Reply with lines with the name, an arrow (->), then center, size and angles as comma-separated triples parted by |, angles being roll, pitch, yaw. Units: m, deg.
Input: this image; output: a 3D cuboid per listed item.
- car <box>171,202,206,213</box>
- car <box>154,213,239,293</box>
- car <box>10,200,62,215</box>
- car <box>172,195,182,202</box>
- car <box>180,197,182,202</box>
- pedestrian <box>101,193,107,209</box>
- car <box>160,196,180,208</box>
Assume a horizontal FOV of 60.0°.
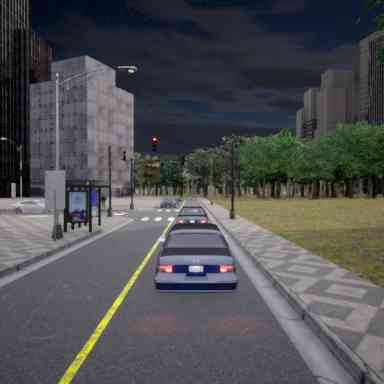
car -> 0.050, 1.538, 19.322 | 2.033, 1.411, 5.357 | 0, 0, 1
car -> 0.080, 1.545, 8.987 | 2.033, 1.411, 5.357 | 0, 0, 0
car -> -15.032, 1.475, 32.077 | 4.674, 1.442, 1.812 | 0, 0, 1
car -> -3.138, 1.461, 71.282 | 1.994, 1.385, 4.181 | 0, 0, 0
car -> -3.167, 1.425, 57.162 | 2.128, 1.511, 4.902 | 0, 0, 0
pedestrian -> -10.138, 1.050, 38.174 | 0.375, 1.860, 0.375 | 0, 0, 1
car -> -3.161, 1.307, 45.950 | 2.097, 1.767, 4.553 | 0, 0, 0
